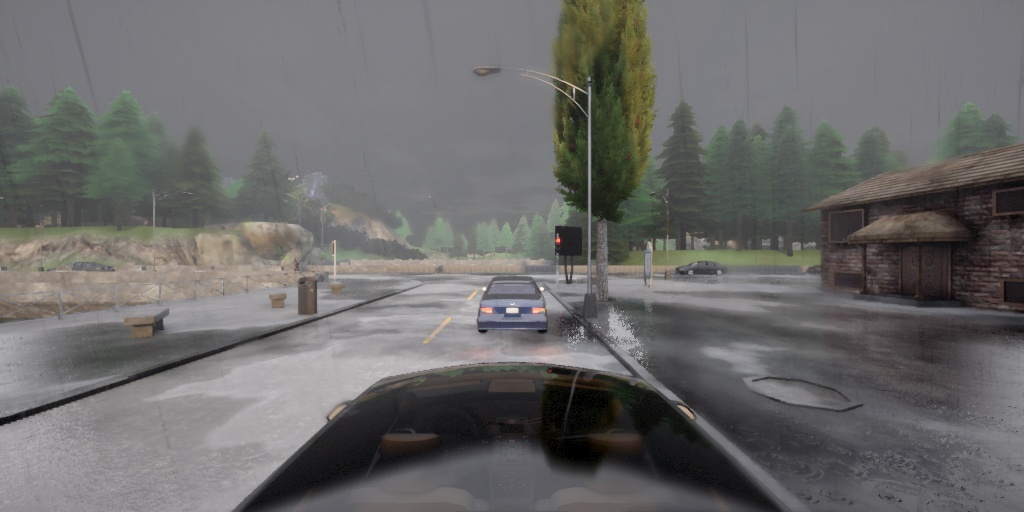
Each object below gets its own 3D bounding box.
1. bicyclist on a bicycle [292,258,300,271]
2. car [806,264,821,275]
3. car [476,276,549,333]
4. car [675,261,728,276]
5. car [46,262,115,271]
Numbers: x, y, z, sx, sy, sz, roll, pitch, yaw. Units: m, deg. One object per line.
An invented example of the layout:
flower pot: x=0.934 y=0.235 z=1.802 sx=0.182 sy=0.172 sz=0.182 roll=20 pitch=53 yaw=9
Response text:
bicyclist on a bicycle: x=-24.512 y=1.099 z=40.678 sx=0.582 sy=1.620 sz=1.656 roll=0 pitch=0 yaw=0
car: x=32.536 y=1.314 z=36.452 sx=4.181 sy=1.385 sz=1.994 roll=0 pitch=0 yaw=0
car: x=0.027 y=1.297 z=10.743 sx=2.033 sy=1.411 sz=5.357 roll=0 pitch=0 yaw=0
car: x=19.203 y=1.255 z=36.463 sx=4.892 sy=1.490 sz=1.837 roll=0 pitch=0 yaw=0
car: x=-43.713 y=1.297 z=36.388 sx=5.357 sy=1.411 sz=2.033 roll=0 pitch=0 yaw=0
